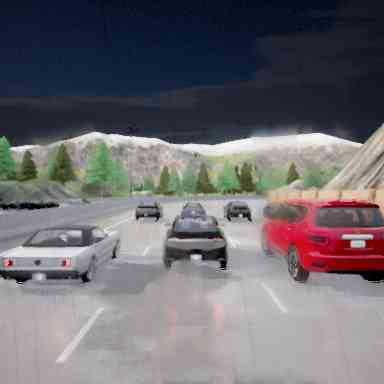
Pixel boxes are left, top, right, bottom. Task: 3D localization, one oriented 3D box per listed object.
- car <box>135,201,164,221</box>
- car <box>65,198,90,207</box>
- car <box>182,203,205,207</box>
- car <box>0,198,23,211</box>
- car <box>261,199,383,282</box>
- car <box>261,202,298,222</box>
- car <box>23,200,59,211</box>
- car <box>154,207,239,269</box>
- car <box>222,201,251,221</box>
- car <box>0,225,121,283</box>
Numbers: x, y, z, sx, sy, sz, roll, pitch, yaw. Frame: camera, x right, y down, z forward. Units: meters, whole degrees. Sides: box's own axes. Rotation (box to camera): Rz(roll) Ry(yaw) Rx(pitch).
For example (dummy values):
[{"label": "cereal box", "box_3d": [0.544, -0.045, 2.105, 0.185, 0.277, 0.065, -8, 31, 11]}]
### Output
[{"label": "car", "box_3d": [-3.395, 1.484, 26.969, 2.128, 1.511, 4.902, 0, 0, 0]}, {"label": "car", "box_3d": [-14.038, 1.514, 41.175, 1.812, 1.442, 4.674, 0, 0, 1]}, {"label": "car", "box_3d": [0.105, 1.556, 27.530, 1.994, 1.385, 4.181, 0, 0, 0]}, {"label": "car", "box_3d": [-21.060, 1.589, 40.465, 1.895, 1.301, 4.718, 0, 0, 0]}, {"label": "car", "box_3d": [3.603, 1.219, 9.902, 2.150, 2.045, 5.566, 0, 0, 0]}, {"label": "car", "box_3d": [7.105, 1.556, 27.433, 1.994, 1.385, 4.181, 0, 0, 0]}, {"label": "car", "box_3d": [-17.568, 1.589, 39.386, 1.895, 1.301, 4.718, 0, 0, 0]}, {"label": "car", "box_3d": [0.103, 1.488, 11.096, 2.128, 1.511, 4.902, 0, 0, 0]}, {"label": "car", "box_3d": [3.606, 1.497, 27.044, 1.837, 1.490, 4.892, 0, 0, 0]}, {"label": "car", "box_3d": [-3.397, 1.598, 9.625, 1.895, 1.301, 4.718, 0, 0, 0]}]
